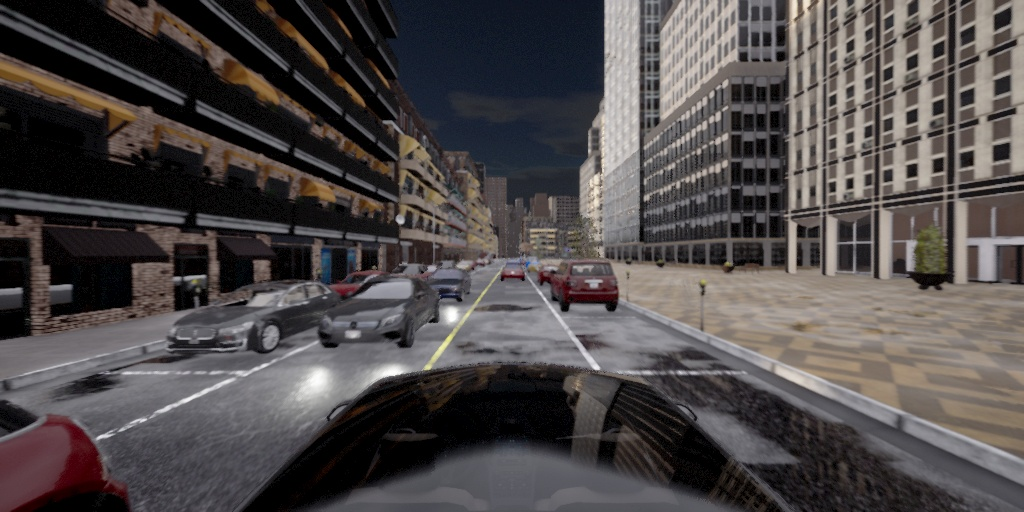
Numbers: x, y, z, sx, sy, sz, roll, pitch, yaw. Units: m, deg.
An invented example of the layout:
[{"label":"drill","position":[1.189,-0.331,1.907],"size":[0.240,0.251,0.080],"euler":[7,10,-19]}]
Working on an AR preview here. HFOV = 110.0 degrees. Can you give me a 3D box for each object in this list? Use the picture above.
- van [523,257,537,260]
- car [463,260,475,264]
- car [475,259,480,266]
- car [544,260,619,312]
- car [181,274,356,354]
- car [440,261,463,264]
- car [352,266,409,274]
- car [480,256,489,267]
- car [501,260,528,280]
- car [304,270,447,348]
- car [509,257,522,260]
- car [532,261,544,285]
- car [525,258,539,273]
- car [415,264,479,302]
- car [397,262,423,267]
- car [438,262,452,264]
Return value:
[{"label":"van","position":[2.683,1.034,47.289],"size":[1.690,1.789,3.998],"euler":[0,0,0]},{"label":"car","position":[-5.697,1.223,41.593],"size":[1.751,1.417,4.829],"euler":[0,0,0]},{"label":"car","position":[-5.697,1.238,47.289],"size":[1.888,1.381,4.507],"euler":[0,0,0]},{"label":"car","position":[2.687,1.046,14.130],"size":[2.192,1.841,5.009],"euler":[0,0,0]},{"label":"car","position":[-5.693,1.289,8.603],"size":[2.007,1.370,4.403],"euler":[0,0,0]},{"label":"car","position":[-5.696,1.149,30.710],"size":[1.967,1.591,4.097],"euler":[0,0,0]},{"label":"car","position":[-5.694,1.276,14.129],"size":[1.888,1.381,4.507],"euler":[0,0,0]},{"label":"car","position":[-5.700,1.231,63.869],"size":[1.888,1.381,4.507],"euler":[0,0,0]},{"label":"car","position":[0.070,1.274,30.222],"size":[1.994,1.385,4.181],"euler":[0,0,0]},{"label":"car","position":[-3.098,1.263,9.321],"size":[1.812,1.442,4.674],"euler":[0,0,0]},{"label":"car","position":[0.089,1.170,48.695],"size":[1.882,1.535,5.008],"euler":[0,0,0]},{"label":"car","position":[2.685,1.261,25.184],"size":[1.888,1.381,4.507],"euler":[0,0,0]},{"label":"car","position":[2.684,1.223,41.934],"size":[1.751,1.417,4.829],"euler":[0,0,0]},{"label":"car","position":[-3.003,1.274,17.179],"size":[2.033,1.411,5.357],"euler":[0,0,0]},{"label":"car","position":[-5.694,1.163,19.657],"size":[1.967,1.591,4.097],"euler":[0,0,0]},{"label":"car","position":[-5.695,1.298,25.184],"size":[1.802,1.307,4.207],"euler":[0,0,0]}]
